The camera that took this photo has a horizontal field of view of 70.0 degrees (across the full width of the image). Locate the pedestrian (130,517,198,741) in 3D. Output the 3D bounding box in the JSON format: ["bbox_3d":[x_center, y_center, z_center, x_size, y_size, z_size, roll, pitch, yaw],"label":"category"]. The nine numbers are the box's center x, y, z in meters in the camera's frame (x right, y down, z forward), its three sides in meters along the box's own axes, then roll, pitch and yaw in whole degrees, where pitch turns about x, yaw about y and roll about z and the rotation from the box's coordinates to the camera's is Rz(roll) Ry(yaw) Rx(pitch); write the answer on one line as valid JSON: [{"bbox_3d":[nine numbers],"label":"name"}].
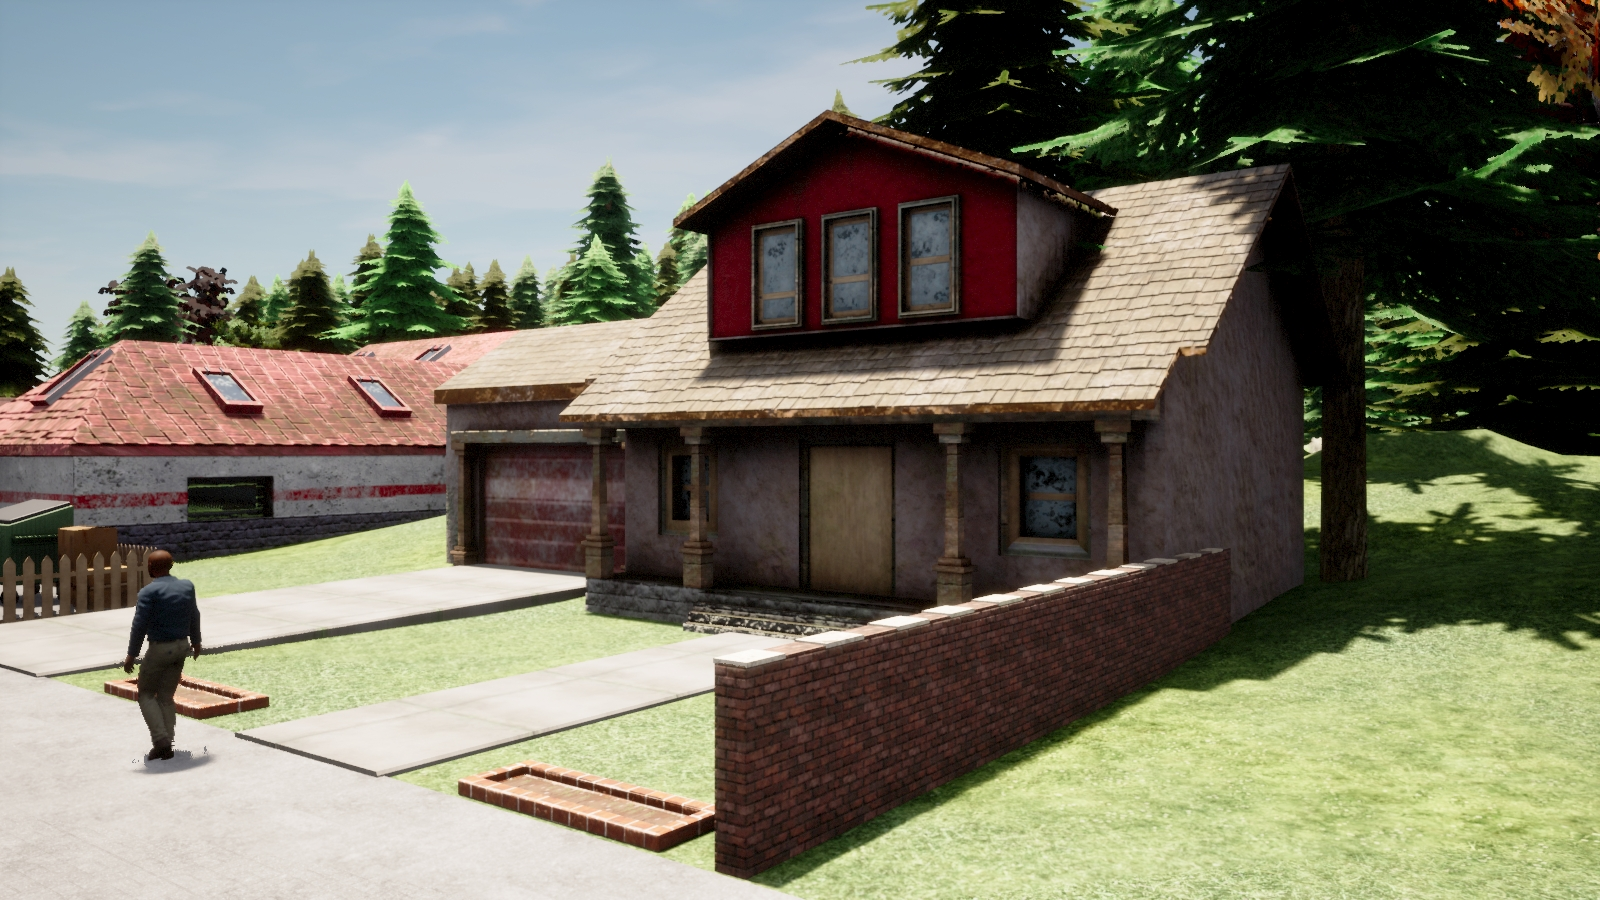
[{"bbox_3d":[-5.501,1.524,9.889,0.375,1.860,0.375,0,0,31],"label":"pedestrian"}]
